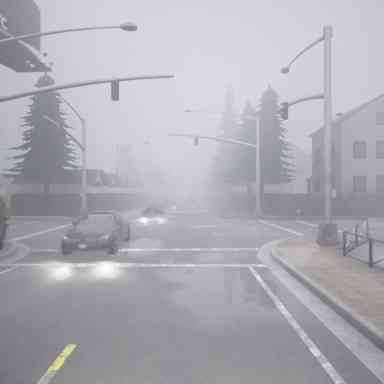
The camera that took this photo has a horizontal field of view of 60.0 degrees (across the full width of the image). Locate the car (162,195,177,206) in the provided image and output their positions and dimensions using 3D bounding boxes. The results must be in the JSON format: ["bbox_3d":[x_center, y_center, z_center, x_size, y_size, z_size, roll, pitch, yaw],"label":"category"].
[{"bbox_3d":[-3.643,1.351,53.751,2.097,1.767,4.553,0,0,0],"label":"car"}]

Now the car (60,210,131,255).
[{"bbox_3d":[-3.643,1.490,13.372,1.812,1.442,4.674,-1,1,0],"label":"car"}]

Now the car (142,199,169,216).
[{"bbox_3d":[-3.654,1.601,32.477,1.895,1.301,4.718,0,0,0],"label":"car"}]

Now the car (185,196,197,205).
[{"bbox_3d":[-0.100,1.491,59.300,2.128,1.511,4.902,0,0,0],"label":"car"}]
